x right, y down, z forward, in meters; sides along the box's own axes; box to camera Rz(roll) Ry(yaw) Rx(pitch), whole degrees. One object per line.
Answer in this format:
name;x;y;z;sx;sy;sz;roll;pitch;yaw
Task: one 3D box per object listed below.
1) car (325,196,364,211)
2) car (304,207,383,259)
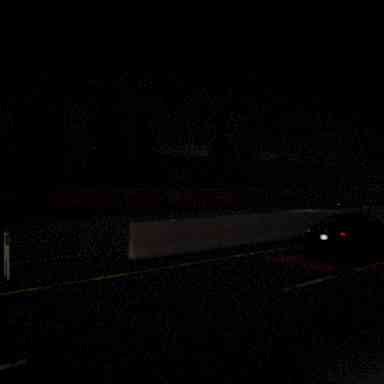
car;17.310;1.258;37.751;4.892;1.490;1.837;0;0;-35
car;6.094;1.481;12.399;4.181;1.385;1.994;-1;0;-35
